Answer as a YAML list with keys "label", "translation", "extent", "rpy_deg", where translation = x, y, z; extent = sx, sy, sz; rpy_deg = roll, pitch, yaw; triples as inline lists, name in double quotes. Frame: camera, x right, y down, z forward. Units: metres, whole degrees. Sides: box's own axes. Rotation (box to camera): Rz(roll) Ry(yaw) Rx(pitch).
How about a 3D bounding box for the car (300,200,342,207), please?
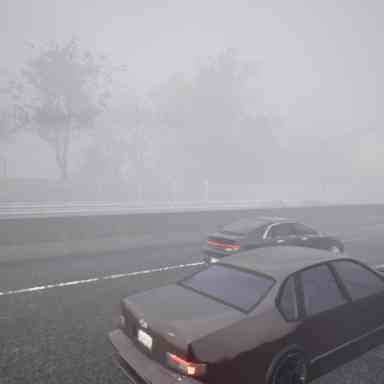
- label: "car"
  translation: [12.239, 1.619, 29.889]
  extent: [4.718, 1.301, 1.895]
  rpy_deg: [0, 0, -35]

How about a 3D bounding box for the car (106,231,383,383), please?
- label: "car"
  translation: [1.560, 1.547, 4.853]
  extent: [5.357, 1.411, 2.033]
  rpy_deg: [0, 0, -35]

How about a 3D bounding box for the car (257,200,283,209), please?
- label: "car"
  translation: [8.996, 1.583, 36.170]
  extent: [4.181, 1.385, 1.994]
  rpy_deg: [0, 0, -35]

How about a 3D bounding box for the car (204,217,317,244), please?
- label: "car"
  translation: [2.551, 1.506, 9.857]
  extent: [4.892, 1.490, 1.837]
  rpy_deg: [0, 0, -35]

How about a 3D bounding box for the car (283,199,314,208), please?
- label: "car"
  translation: [11.840, 1.525, 33.900]
  extent: [4.892, 1.490, 1.837]
  rpy_deg: [0, 0, -35]
